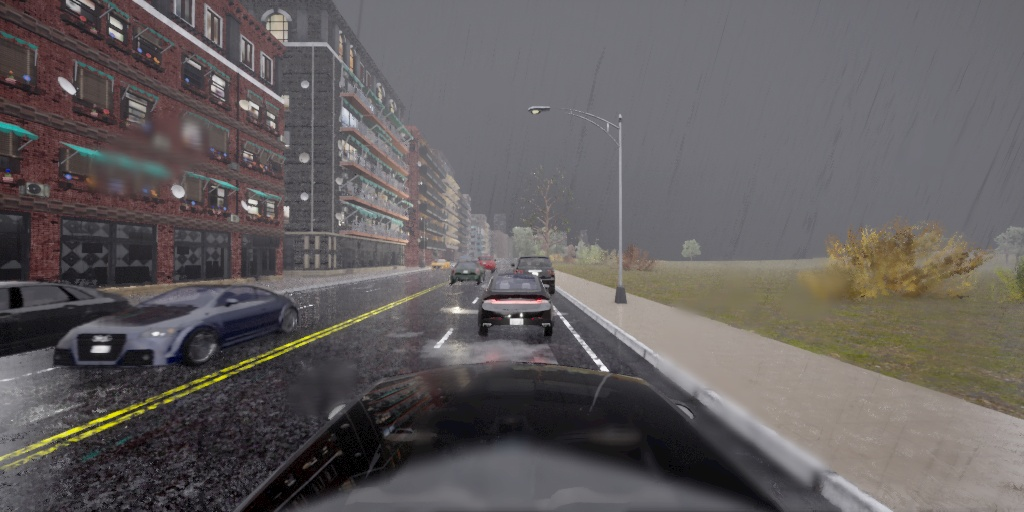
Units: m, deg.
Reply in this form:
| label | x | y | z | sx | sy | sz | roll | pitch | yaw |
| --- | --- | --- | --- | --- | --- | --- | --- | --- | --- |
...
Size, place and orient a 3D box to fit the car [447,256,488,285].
| label | x | y | z | sx | sy | sz | roll | pitch | yaw |
| --- | --- | --- | --- | --- | --- | --- | --- | --- | --- |
| car | -3.157 | 1.105 | 26.509 | 2.097 | 1.767 | 4.553 | 0 | 0 | 0 |

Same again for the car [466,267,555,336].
| label | x | y | z | sx | sy | sz | roll | pitch | yaw |
| --- | --- | --- | --- | --- | --- | --- | --- | --- | --- |
| car | 0.098 | 1.243 | 10.366 | 2.128 | 1.511 | 4.902 | 0 | 0 | 0 |

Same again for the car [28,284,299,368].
| label | x | y | z | sx | sy | sz | roll | pitch | yaw |
| --- | --- | --- | --- | --- | --- | --- | --- | --- | --- |
| car | -6.600 | 1.315 | 7.751 | 1.994 | 1.385 | 4.181 | 0 | 0 | 0 |

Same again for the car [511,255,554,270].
| label | x | y | z | sx | sy | sz | roll | pitch | yaw |
| --- | --- | --- | --- | --- | --- | --- | --- | --- | --- |
| car | 1.132 | 0.977 | 20.236 | 2.150 | 2.045 | 5.566 | 0 | 0 | 0 |

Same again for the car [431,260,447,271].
| label | x | y | z | sx | sy | sz | roll | pitch | yaw |
| --- | --- | --- | --- | --- | --- | --- | --- | --- | --- |
| car | -9.864 | 1.228 | 49.488 | 1.882 | 1.535 | 5.008 | 0 | 0 | 0 |

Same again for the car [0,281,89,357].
| label | x | y | z | sx | sy | sz | roll | pitch | yaw |
| --- | --- | --- | --- | --- | --- | --- | --- | --- | --- |
| car | -9.851 | 1.255 | 6.382 | 1.837 | 1.490 | 4.892 | 0 | 0 | 0 |

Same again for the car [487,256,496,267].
| label | x | y | z | sx | sy | sz | roll | pitch | yaw |
| --- | --- | --- | --- | --- | --- | --- | --- | --- | --- |
| car | -3.165 | 0.975 | 43.914 | 2.150 | 2.045 | 5.566 | 0 | 0 | 0 |
